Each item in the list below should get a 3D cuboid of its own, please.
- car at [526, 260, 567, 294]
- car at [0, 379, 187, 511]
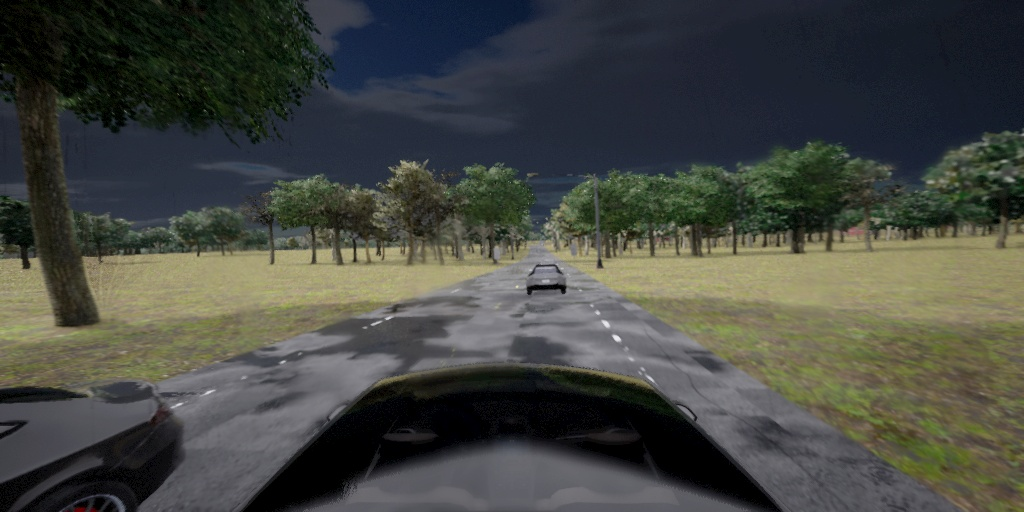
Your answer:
[{"bbox_3d":[1.806,1.110,18.767,1.994,1.385,4.181,-3,0,6],"label":"car"},{"bbox_3d":[-3.744,1.464,1.034,1.812,1.442,4.674,-3,0,6],"label":"car"}]
